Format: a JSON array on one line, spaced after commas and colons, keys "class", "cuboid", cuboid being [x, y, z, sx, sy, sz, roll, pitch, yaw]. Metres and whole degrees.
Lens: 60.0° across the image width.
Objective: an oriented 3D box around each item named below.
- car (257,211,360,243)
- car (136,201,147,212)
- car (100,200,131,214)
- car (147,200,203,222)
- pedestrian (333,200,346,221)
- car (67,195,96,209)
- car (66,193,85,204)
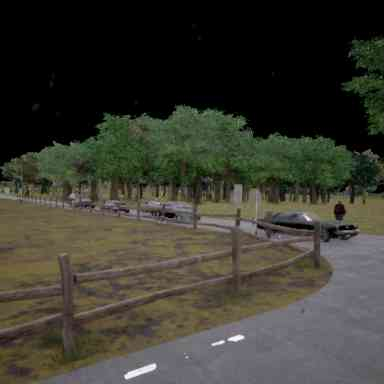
[{"class": "car", "cuboid": [5.413, 1.584, 16.056, 1.895, 1.301, 4.718, 2, -1, -35]}, {"class": "car", "cuboid": [-4.161, 1.576, 34.700, 1.812, 1.442, 4.674, 2, -1, -35]}, {"class": "car", "cuboid": [-8.142, 1.542, 35.229, 1.994, 1.385, 4.181, 2, -1, -36]}, {"class": "car", "cuboid": [-1.124, 1.474, 25.301, 2.128, 1.511, 4.902, 2, -1, -35]}, {"class": "pedestrian", "cuboid": [9.262, 1.390, 20.969, 0.375, 1.860, 0.375, 2, -1, -35]}, {"class": "car", "cuboid": [-14.546, 1.520, 44.342, 2.033, 1.411, 5.357, 2, -1, -35]}, {"class": "car", "cuboid": [-19.757, 1.247, 56.764, 2.150, 2.045, 5.566, 2, -1, -35]}]
